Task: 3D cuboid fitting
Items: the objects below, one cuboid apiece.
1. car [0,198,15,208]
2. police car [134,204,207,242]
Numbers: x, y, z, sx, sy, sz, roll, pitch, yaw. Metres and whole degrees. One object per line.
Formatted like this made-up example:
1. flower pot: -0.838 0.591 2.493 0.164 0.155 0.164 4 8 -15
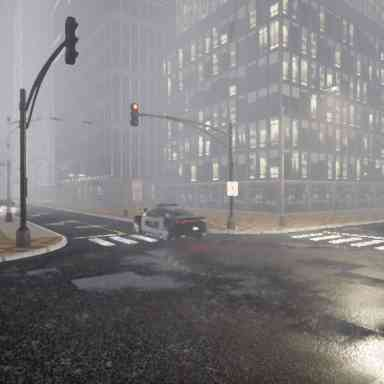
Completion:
1. car: -27.832 1.602 49.848 1.895 1.301 4.718 0 0 -35
2. police car: -1.307 1.423 16.841 1.930 1.638 5.238 0 0 -35
